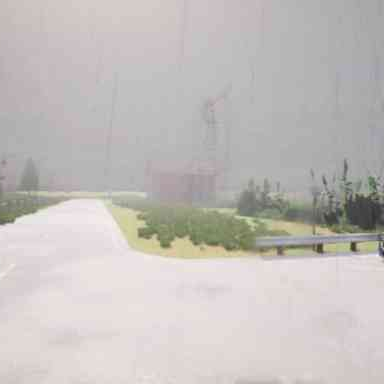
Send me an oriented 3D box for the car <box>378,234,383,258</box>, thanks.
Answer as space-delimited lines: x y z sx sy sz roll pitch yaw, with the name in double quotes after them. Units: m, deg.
8.321 1.350 10.505 4.553 1.767 2.097 0 0 -14 "car"
